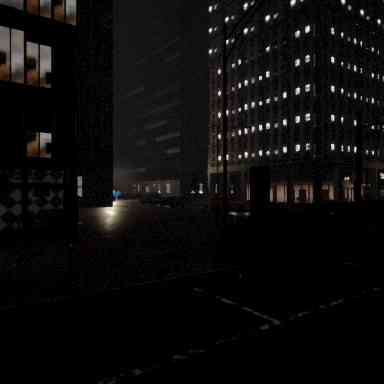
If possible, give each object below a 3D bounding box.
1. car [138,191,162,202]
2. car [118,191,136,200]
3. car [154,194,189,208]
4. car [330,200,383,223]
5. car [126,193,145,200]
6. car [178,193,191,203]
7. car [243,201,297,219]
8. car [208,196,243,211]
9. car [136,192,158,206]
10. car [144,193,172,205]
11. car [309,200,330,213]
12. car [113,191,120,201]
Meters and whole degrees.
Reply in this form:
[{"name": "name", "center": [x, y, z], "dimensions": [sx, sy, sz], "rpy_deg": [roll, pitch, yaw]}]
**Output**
[{"name": "car", "center": [-7.308, 0.779, 57.550], "dimensions": [2.097, 1.767, 4.553], "rpy_deg": [0, 1, -35]}, {"name": "car", "center": [-13.127, 0.876, 65.724], "dimensions": [1.994, 1.385, 4.181], "rpy_deg": [0, 1, -36]}, {"name": "car", "center": [-2.496, 1.211, 40.507], "dimensions": [1.802, 1.307, 4.206], "rpy_deg": [1, 0, -33]}, {"name": "car", "center": [12.390, 1.378, 22.515], "dimensions": [2.128, 1.511, 4.902], "rpy_deg": [0, 1, -39]}, {"name": "car", "center": [-11.522, 0.864, 67.789], "dimensions": [1.947, 1.339, 4.313], "rpy_deg": [1, 0, -36]}, {"name": "car", "center": [-1.876, 0.926, 54.343], "dimensions": [1.967, 1.590, 4.097], "rpy_deg": [1, 0, -35]}, {"name": "car", "center": [6.401, 1.399, 26.551], "dimensions": [1.802, 1.307, 4.206], "rpy_deg": [1, 0, -32]}, {"name": "car", "center": [3.701, 1.187, 35.583], "dimensions": [1.882, 1.535, 5.008], "rpy_deg": [0, 2, -33]}, {"name": "car", "center": [-5.445, 1.094, 45.003], "dimensions": [1.752, 1.417, 4.829], "rpy_deg": [1, 0, -33]}, {"name": "car", "center": [-5.132, 1.015, 49.214], "dimensions": [2.128, 1.511, 4.902], "rpy_deg": [0, 1, -34]}, {"name": "car", "center": [13.020, 1.377, 31.244], "dimensions": [1.802, 1.307, 4.206], "rpy_deg": [1, 0, -32]}, {"name": "car", "center": [-14.992, 0.919, 58.883], "dimensions": [1.887, 1.381, 4.507], "rpy_deg": [1, 0, -35]}]
